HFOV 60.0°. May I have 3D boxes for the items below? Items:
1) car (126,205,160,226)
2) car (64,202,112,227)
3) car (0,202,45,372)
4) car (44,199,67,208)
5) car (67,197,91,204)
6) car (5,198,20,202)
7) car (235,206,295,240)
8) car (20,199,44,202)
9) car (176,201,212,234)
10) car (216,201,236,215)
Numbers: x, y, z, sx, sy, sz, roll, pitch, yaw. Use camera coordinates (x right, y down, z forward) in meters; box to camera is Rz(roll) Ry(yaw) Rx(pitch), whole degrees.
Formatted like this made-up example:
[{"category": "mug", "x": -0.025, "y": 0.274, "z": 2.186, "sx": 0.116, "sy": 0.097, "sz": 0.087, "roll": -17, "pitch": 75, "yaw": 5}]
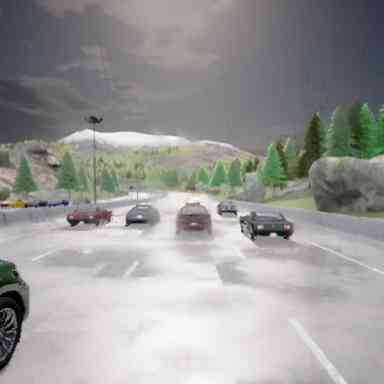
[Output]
[{"category": "car", "x": -3.399, "y": 1.588, "z": 23.528, "sx": 1.994, "sy": 1.385, "sz": 4.181, "roll": 0, "pitch": 0, "yaw": 0}, {"category": "car", "x": -6.899, "y": 1.623, "z": 23.008, "sx": 1.895, "sy": 1.301, "sz": 4.718, "roll": 0, "pitch": 0, "yaw": 0}, {"category": "car", "x": -3.399, "y": 1.211, "z": 2.401, "sx": 2.150, "sy": 2.045, "sz": 5.566, "roll": 0, "pitch": 0, "yaw": 0}, {"category": "car", "x": -21.000, "y": 1.780, "z": 52.496, "sx": 1.882, "sy": 1.535, "sz": 5.008, "roll": 0, "pitch": -1, "yaw": 0}, {"category": "car", "x": -17.499, "y": 1.649, "z": 52.631, "sx": 2.097, "sy": 1.767, "sz": 4.553, "roll": 0, "pitch": -1, "yaw": 0}, {"category": "car", "x": -28.002, "y": 1.772, "z": 52.261, "sx": 1.882, "sy": 1.535, "sz": 5.008, "roll": 0, "pitch": -1, "yaw": 0}, {"category": "car", "x": 3.601, "y": 1.596, "z": 16.917, "sx": 1.895, "sy": 1.301, "sz": 4.718, "roll": 0, "pitch": 0, "yaw": 0}, {"category": "car", "x": -24.499, "y": 1.874, "z": 52.608, "sx": 2.033, "sy": 1.411, "sz": 5.357, "roll": 0, "pitch": -1, "yaw": 0}, {"category": "car", "x": 0.101, "y": 1.481, "z": 19.162, "sx": 1.882, "sy": 1.535, "sz": 5.008, "roll": 0, "pitch": 0, "yaw": 0}, {"category": "car", "x": 3.601, "y": 1.661, "z": 34.720, "sx": 2.033, "sy": 1.411, "sz": 5.357, "roll": 0, "pitch": -1, "yaw": 0}]
